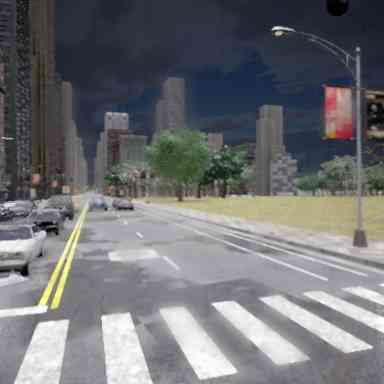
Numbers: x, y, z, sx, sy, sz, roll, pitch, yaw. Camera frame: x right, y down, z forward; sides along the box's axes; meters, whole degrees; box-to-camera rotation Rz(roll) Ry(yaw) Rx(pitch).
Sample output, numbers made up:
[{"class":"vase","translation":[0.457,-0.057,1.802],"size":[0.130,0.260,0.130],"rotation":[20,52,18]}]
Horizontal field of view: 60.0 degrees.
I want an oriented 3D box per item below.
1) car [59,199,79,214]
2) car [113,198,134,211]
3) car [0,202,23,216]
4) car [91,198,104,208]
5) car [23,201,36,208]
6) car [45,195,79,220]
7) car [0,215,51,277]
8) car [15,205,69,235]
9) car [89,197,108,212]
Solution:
[{"class":"car","translation":[-14.310,1.602,38.926],"size":[1.882,1.535,5.008],"rotation":[-1,0,-16]},{"class":"car","translation":[-8.525,1.631,42.348],"size":[1.994,1.385,4.181],"rotation":[-1,0,-17]},{"class":"car","translation":[-12.190,1.601,20.359],"size":[2.128,1.511,4.902],"rotation":[-1,0,-17]},{"class":"car","translation":[-14.522,1.650,50.995],"size":[1.812,1.442,4.674],"rotation":[-1,0,-17]},{"class":"car","translation":[-15.121,1.639,30.143],"size":[1.837,1.490,4.892],"rotation":[-1,0,-16]},{"class":"car","translation":[-11.351,1.320,28.877],"size":[2.150,2.045,5.566],"rotation":[-1,0,-17]},{"class":"car","translation":[-5.734,1.651,10.261],"size":[1.895,1.301,4.718],"rotation":[-1,0,-17]},{"class":"car","translation":[-8.394,1.674,19.028],"size":[1.895,1.301,4.718],"rotation":[-1,0,-16]},{"class":"car","translation":[-11.630,1.450,41.382],"size":[2.097,1.767,4.553],"rotation":[-1,0,-17]}]
